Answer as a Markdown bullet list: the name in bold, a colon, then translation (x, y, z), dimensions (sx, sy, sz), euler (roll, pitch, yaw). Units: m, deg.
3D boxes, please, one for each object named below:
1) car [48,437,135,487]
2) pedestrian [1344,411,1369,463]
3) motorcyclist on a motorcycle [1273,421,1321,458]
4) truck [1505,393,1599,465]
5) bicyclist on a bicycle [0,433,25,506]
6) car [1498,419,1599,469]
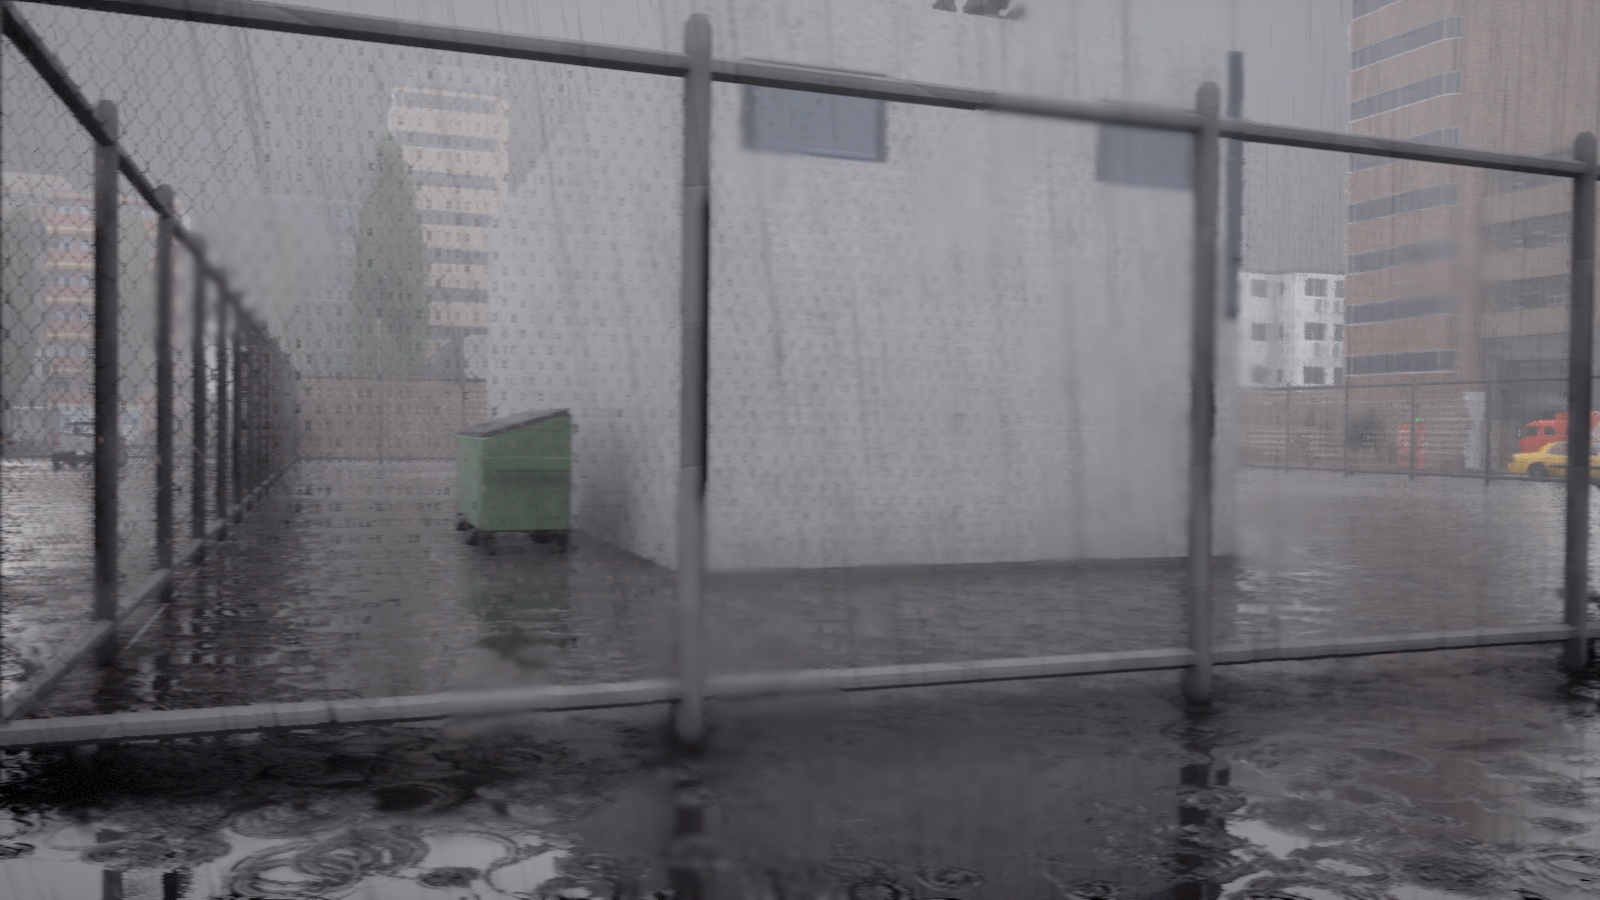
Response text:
- **car**: translation (-22.758, 0.358, 40.477), dimensions (1.845, 1.501, 3.633), euler (-1, 1, -20)
- **pedestrian**: translation (19.703, -0.458, 44.491), dimensions (0.328, 1.805, 0.869), euler (-1, 1, -14)
- **motorcyclist on a motorcycle**: translation (23.173, -0.494, 58.575), dimensions (0.766, 1.649, 2.350), euler (0, 1, -18)
- **truck**: translation (28.300, -0.750, 44.607), dimensions (2.627, 2.467, 5.204), euler (-1, 1, -20)
- **bicyclist on a bicycle**: translation (-18.374, 0.436, 28.658), dimensions (0.866, 1.612, 1.509), euler (-1, 1, -20)
- **car**: translation (25.548, -0.223, 40.594), dimensions (1.801, 1.575, 5.366), euler (-1, 1, -19)
